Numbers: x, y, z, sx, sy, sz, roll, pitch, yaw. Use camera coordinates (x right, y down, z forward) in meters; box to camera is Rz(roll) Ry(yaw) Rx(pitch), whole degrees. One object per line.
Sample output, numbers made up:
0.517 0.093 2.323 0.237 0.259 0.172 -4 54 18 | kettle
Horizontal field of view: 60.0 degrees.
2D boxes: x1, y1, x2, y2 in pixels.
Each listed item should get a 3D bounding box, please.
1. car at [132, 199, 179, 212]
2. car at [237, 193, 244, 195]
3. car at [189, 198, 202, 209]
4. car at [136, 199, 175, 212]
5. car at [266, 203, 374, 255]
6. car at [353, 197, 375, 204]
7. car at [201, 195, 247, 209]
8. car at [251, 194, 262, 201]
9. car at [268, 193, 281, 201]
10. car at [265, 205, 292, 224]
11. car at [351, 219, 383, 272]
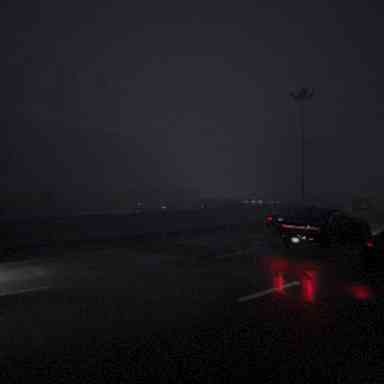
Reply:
-3.629 1.456 34.157 2.033 1.411 5.357 0 0 40 | car
10.689 1.033 72.607 2.097 1.767 4.553 0 0 4 | car
1.592 1.375 35.406 1.837 1.490 4.892 0 0 35 | car
-4.185 1.496 39.217 1.895 1.301 4.718 0 0 36 | car
5.336 1.413 13.059 4.902 1.511 2.128 -1 0 -43 | car
18.260 1.238 35.374 1.882 1.535 5.008 0 0 30 | car
3.313 1.348 31.845 1.882 1.535 5.008 0 0 37 | car
14.269 1.146 73.767 1.837 1.490 4.892 0 0 4 | car
17.593 0.995 70.927 2.097 1.767 4.553 0 0 5 | car
6.200 1.444 18.720 2.033 1.411 5.357 0 0 44 | car
6.503 1.490 9.433 4.181 1.385 1.994 -1 0 -41 | car
